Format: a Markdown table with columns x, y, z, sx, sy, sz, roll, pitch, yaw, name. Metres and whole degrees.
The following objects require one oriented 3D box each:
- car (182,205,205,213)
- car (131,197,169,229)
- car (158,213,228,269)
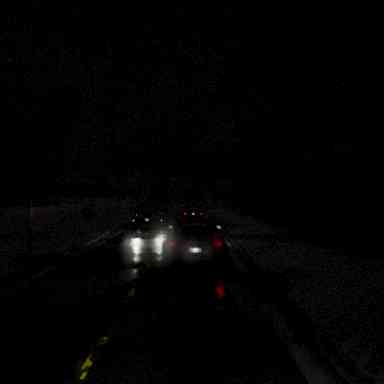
| x | y | z | sx | sy | sz | roll | pitch | yaw | name |
| --- | --- | --- | --- | --- | --- | --- | --- | --- | --- |
| 0.114 | 1.786 | 28.695 | 2.033 | 1.411 | 5.357 | 0 | -1 | 0 | car |
| -2.835 | 1.408 | 23.739 | 2.150 | 2.045 | 5.566 | 0 | -1 | 0 | car |
| 0.096 | 1.643 | 11.471 | 1.994 | 1.385 | 4.181 | 0 | 0 | 0 | car |
